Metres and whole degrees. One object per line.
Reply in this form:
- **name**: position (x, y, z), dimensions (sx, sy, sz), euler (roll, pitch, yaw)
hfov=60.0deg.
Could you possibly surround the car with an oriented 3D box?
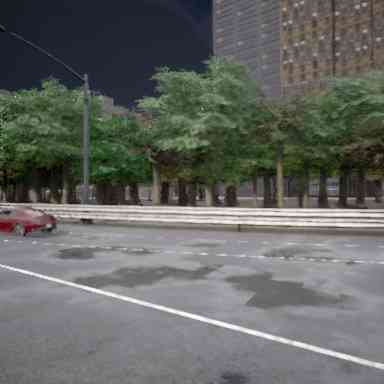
- **car**: position (-9.379, 1.550, 17.839), dimensions (4.674, 1.442, 1.812), euler (0, 0, 23)
